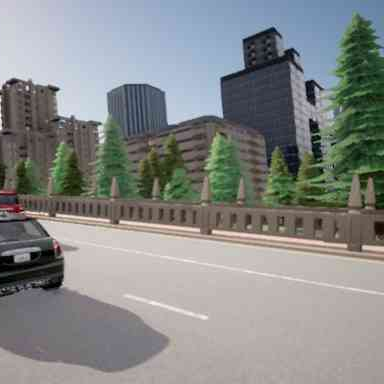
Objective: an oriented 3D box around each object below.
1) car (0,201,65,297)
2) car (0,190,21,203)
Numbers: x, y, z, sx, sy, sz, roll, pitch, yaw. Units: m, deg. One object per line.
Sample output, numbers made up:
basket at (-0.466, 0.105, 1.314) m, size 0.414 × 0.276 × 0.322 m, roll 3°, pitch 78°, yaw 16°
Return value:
car at (-4.936, 1.223, 7.515) m, size 4.553 × 1.767 × 2.097 m, roll 1°, pitch 1°, yaw 36°
car at (-9.943, 0.929, 15.390) m, size 5.566 × 2.045 × 2.150 m, roll 1°, pitch 1°, yaw 36°
